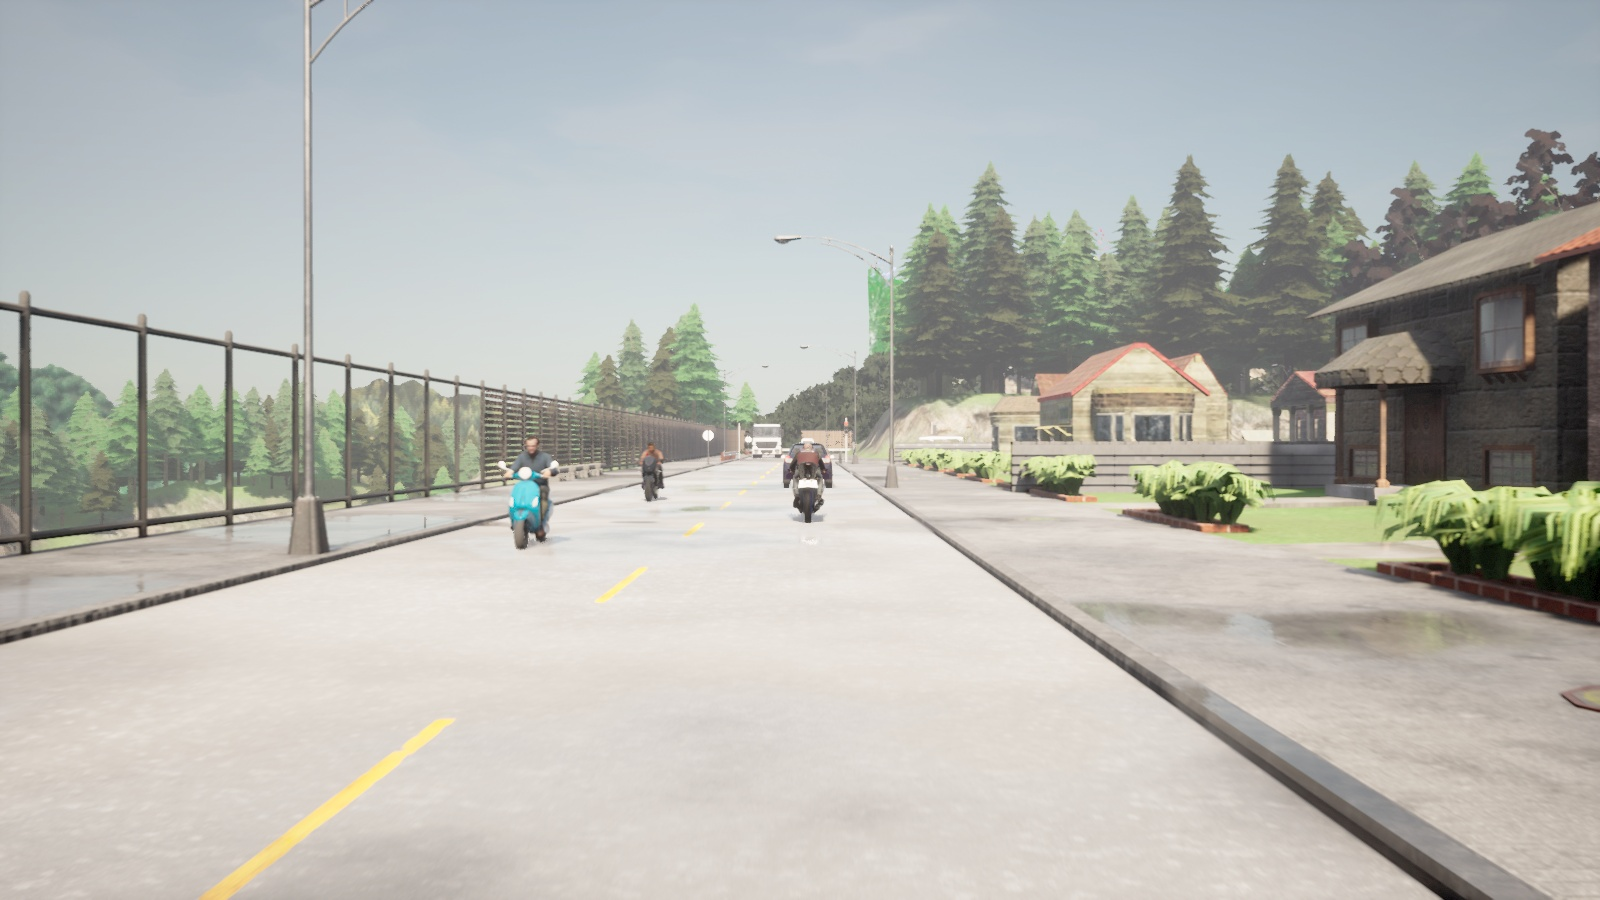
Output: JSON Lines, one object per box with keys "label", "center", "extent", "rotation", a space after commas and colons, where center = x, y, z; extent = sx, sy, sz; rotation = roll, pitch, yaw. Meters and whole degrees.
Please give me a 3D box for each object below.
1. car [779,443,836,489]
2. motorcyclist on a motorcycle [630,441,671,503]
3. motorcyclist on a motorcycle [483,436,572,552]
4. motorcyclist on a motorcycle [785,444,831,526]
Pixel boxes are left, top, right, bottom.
{"label": "car", "center": [0.259, 0.519, 42.846], "extent": [1.845, 1.501, 3.633], "rotation": [0, 0, 0]}
{"label": "motorcyclist on a motorcycle", "center": [-3.802, 0.545, 32.108], "extent": [0.797, 1.523, 2.044], "rotation": [0, 0, 0]}
{"label": "motorcyclist on a motorcycle", "center": [-3.882, 0.595, 18.030], "extent": [0.866, 1.590, 1.817], "rotation": [0, 0, 0]}
{"label": "motorcyclist on a motorcycle", "center": [0.154, 0.644, 24.403], "extent": [0.866, 1.530, 2.191], "rotation": [0, 0, 0]}
